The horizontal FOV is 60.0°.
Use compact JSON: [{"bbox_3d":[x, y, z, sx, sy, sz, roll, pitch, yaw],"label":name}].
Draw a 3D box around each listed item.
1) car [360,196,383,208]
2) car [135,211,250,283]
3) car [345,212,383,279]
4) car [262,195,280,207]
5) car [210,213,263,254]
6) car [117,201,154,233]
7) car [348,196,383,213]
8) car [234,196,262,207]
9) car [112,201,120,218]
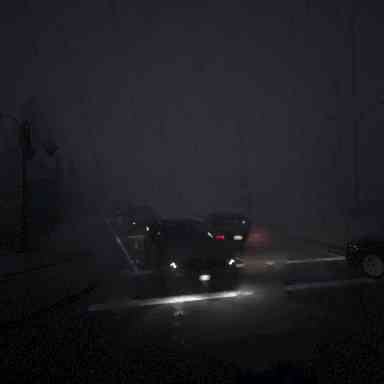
[{"bbox_3d":[23.971,1.274,43.118,1.845,1.501,3.633,0,0,-17],"label":"car"},{"bbox_3d":[-0.371,1.543,10.093,2.033,1.411,5.357,0,0,-14],"label":"car"},{"bbox_3d":[6.517,1.476,8.220,5.008,1.535,1.882,0,0,40],"label":"car"},{"bbox_3d":[10.423,1.278,47.074,2.152,1.636,5.027,0,0,-17],"label":"car"},{"bbox_3d":[1.355,1.538,13.397,2.033,1.411,5.357,0,0,-3],"label":"car"},{"bbox_3d":[-3.083,1.529,19.933,2.033,1.411,5.357,0,0,-17],"label":"car"},{"bbox_3d":[15.633,1.356,29.149,1.970,1.475,3.806,0,0,-17],"label":"car"},{"bbox_3d":[7.433,1.288,46.124,2.007,1.523,4.514,0,0,-17],"label":"car"},{"bbox_3d":[-6.222,1.515,30.091,2.033,1.411,5.357,0,0,-17],"label":"car"}]
